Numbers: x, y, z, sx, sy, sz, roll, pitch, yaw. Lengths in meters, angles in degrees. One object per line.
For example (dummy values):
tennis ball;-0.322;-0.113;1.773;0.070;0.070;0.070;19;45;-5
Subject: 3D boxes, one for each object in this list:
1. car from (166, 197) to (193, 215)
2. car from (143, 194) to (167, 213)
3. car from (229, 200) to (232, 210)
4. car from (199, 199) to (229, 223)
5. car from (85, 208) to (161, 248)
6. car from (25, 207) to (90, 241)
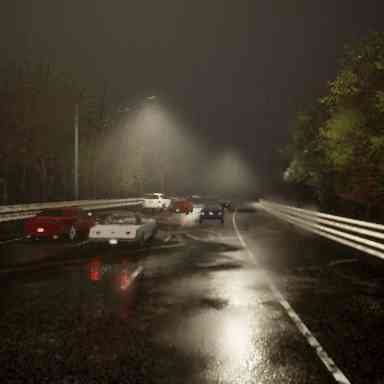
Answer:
car;-1.005;1.509;33.013;1.812;1.442;4.674;0;0;8
car;-3.890;1.186;37.484;2.150;2.045;5.566;0;0;9
car;4.100;1.604;42.758;1.895;1.301;4.718;0;0;10
car;1.600;1.546;25.572;2.033;1.411;5.357;0;0;6
car;-2.843;1.590;14.870;1.895;1.301;4.718;0;0;4
car;-6.226;1.455;16.501;1.882;1.535;5.008;0;0;4
